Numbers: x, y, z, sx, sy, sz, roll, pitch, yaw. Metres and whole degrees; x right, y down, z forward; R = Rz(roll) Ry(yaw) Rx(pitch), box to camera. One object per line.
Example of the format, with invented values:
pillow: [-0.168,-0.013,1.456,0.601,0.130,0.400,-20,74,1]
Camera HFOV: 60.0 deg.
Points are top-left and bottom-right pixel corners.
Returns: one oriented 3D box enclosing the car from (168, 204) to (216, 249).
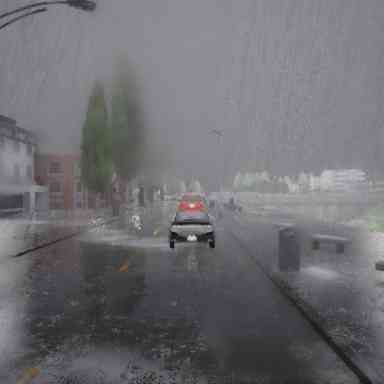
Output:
car: [0.000,1.496,14.650,2.128,1.511,4.902,0,0,0]

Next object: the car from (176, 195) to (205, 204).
car: [0.000,1.259,29.680,2.150,2.045,5.566,0,0,0]

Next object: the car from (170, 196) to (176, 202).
car: [-4.000,1.527,76.742,1.994,1.385,4.181,0,0,0]
